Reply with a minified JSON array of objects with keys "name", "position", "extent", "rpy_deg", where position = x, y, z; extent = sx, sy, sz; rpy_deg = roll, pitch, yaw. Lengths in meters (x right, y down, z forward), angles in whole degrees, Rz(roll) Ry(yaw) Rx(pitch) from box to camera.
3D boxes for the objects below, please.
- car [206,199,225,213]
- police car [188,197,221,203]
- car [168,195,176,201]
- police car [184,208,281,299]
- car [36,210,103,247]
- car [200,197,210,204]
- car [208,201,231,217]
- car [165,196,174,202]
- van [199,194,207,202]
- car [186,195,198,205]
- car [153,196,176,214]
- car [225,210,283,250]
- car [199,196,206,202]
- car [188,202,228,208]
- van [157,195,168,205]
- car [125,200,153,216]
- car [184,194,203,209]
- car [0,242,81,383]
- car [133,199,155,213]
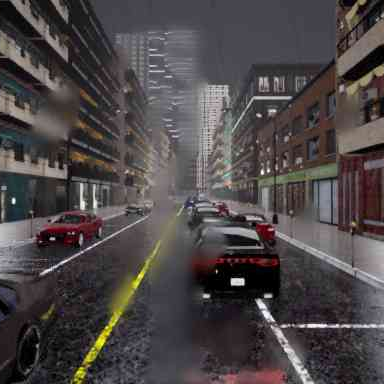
[{"name":"car","position":[2.593,1.565,37.657],"extent":[1.887,1.381,4.507],"rpy_deg":[1,0,0]},{"name":"police car","position":[0.839,1.435,24.621],"extent":[1.930,1.638,5.238],"rpy_deg":[0,0,0]},{"name":"car","position":[-5.260,1.647,88.858],"extent":[1.887,1.381,4.507],"rpy_deg":[0,0,0]},{"name":"police car","position":[0.830,1.427,8.620],"extent":[1.930,1.638,5.238],"rpy_deg":[0,0,0]},{"name":"car","position":[-5.299,1.549,14.890],"extent":[1.887,1.381,4.507],"rpy_deg":[1,0,0]},{"name":"car","position":[2.608,1.638,66.104],"extent":[1.802,1.307,4.206],"rpy_deg":[0,0,0]},{"name":"car","position":[2.590,1.598,31.967],"extent":[1.802,1.307,4.206],"rpy_deg":[1,0,0]},{"name":"car","position":[-5.266,1.623,77.478],"extent":[1.887,1.381,4.507],"rpy_deg":[0,0,0]},{"name":"van","position":[2.616,1.420,77.484],"extent":[1.690,1.788,3.998],"rpy_deg":[0,0,0]},{"name":"car","position":[0.033,1.397,59.536],"extent":[2.097,1.767,4.553],"rpy_deg":[0,0,0]},{"name":"car","position":[-2.731,1.510,35.364],"extent":[2.128,1.511,4.902],"rpy_deg":[0,0,0]},{"name":"car","position":[2.580,1.586,14.897],"extent":[1.802,1.307,4.206],"rpy_deg":[1,0,0]},{"name":"car","position":[2.618,1.616,83.344],"extent":[1.752,1.417,4.829],"rpy_deg":[0,0,0]},{"name":"car","position":[0.835,1.512,18.511],"extent":[1.837,1.490,4.892],"rpy_deg":[0,0,0]},{"name":"van","position":[-5.273,1.388,60.409],"extent":[1.690,1.788,3.998],"rpy_deg":[1,0,0]},{"name":"car","position":[-5.290,1.566,31.960],"extent":[2.008,1.369,4.403],"rpy_deg":[1,0,0]},{"name":"car","position":[0.039,1.380,46.097],"extent":[2.097,1.767,4.553],"rpy_deg":[0,0,0]},{"name":"car","position":[-2.847,1.547,2.694],"extent":[2.033,1.411,5.357],"rpy_deg":[0,0,0]},{"name":"car","position":[-5.287,1.545,37.480],"extent":[1.752,1.417,4.829],"rpy_deg":[1,0,0]}]
